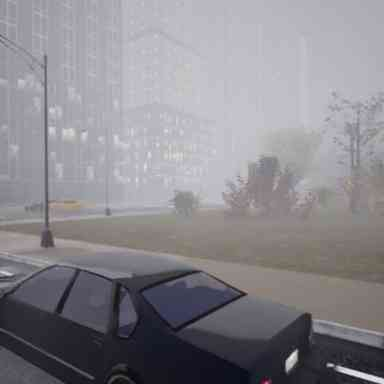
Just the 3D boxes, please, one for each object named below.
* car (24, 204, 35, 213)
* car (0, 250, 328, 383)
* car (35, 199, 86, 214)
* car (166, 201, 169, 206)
[{"bbox_3d":[-16.815,1.593,38.661,1.882,1.535,5.008,-1,-1,37],"label":"car"},{"bbox_3d":[-1.127,1.549,4.467,5.357,1.411,2.033,0,0,37],"label":"car"},{"bbox_3d":[-14.190,1.545,36.744,1.882,1.535,5.008,-1,-1,37],"label":"car"},{"bbox_3d":[-2.515,1.664,57.545,1.812,1.442,4.674,-1,-1,38],"label":"car"}]
